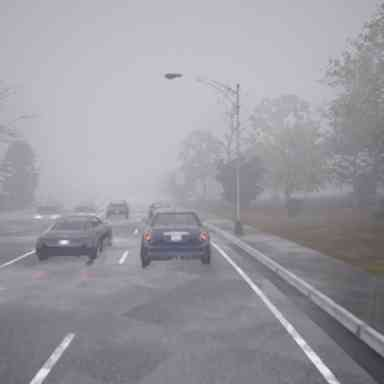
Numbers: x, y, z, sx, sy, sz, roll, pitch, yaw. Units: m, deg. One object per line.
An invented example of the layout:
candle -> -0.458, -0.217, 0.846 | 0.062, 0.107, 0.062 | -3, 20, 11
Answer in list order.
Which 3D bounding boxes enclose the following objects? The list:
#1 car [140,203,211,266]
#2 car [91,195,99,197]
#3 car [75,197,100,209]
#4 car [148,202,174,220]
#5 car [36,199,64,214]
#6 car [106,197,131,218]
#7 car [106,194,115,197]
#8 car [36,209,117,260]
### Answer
car -> -0.625, 1.330, 11.628 | 2.097, 1.767, 4.553 | 0, 0, -5
car -> -22.156, 1.418, 75.874 | 1.895, 1.301, 4.718 | 0, 0, -10
car -> -11.318, 1.505, 35.799 | 1.994, 1.385, 4.181 | 0, 0, -10
car -> -2.725, 1.549, 28.248 | 1.895, 1.301, 4.718 | 0, 0, -9
car -> -14.657, 1.425, 34.598 | 1.882, 1.535, 5.008 | 0, 0, -10
car -> -6.486, 1.441, 29.514 | 2.128, 1.511, 4.902 | 0, 0, -9
car -> -18.704, 1.297, 76.445 | 1.882, 1.535, 5.008 | 0, 0, -10
car -> -4.208, 1.547, 12.476 | 1.994, 1.385, 4.181 | 0, 0, -5
